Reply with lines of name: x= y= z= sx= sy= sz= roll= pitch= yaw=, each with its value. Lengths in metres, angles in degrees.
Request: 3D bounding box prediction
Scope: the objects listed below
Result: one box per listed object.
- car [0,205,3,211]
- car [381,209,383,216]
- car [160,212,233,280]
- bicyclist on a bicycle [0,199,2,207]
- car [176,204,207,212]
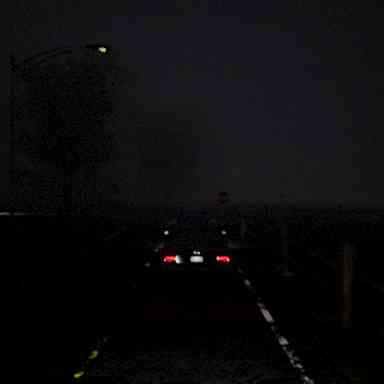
car: x=-20.443 y=1.317 z=31.664 sx=4.181 sy=1.385 sz=1.994 roll=1 pitch=0 yaw=2
car: x=21.128 y=1.942 z=32.891 sx=4.181 sy=1.385 sz=1.994 roll=1 pitch=0 yaw=2
car: x=0.101 y=1.562 z=9.987 sx=2.033 sy=1.411 sz=5.357 roll=0 pitch=0 yaw=0
bicyclist on a bicycle: x=-21.994 y=1.180 z=37.714 sx=0.582 sy=1.620 sz=1.656 roll=1 pitch=0 yaw=2
car: x=-0.003 y=1.507 z=21.386 sx=1.882 sy=1.535 sz=5.008 roll=0 pitch=0 yaw=-2
